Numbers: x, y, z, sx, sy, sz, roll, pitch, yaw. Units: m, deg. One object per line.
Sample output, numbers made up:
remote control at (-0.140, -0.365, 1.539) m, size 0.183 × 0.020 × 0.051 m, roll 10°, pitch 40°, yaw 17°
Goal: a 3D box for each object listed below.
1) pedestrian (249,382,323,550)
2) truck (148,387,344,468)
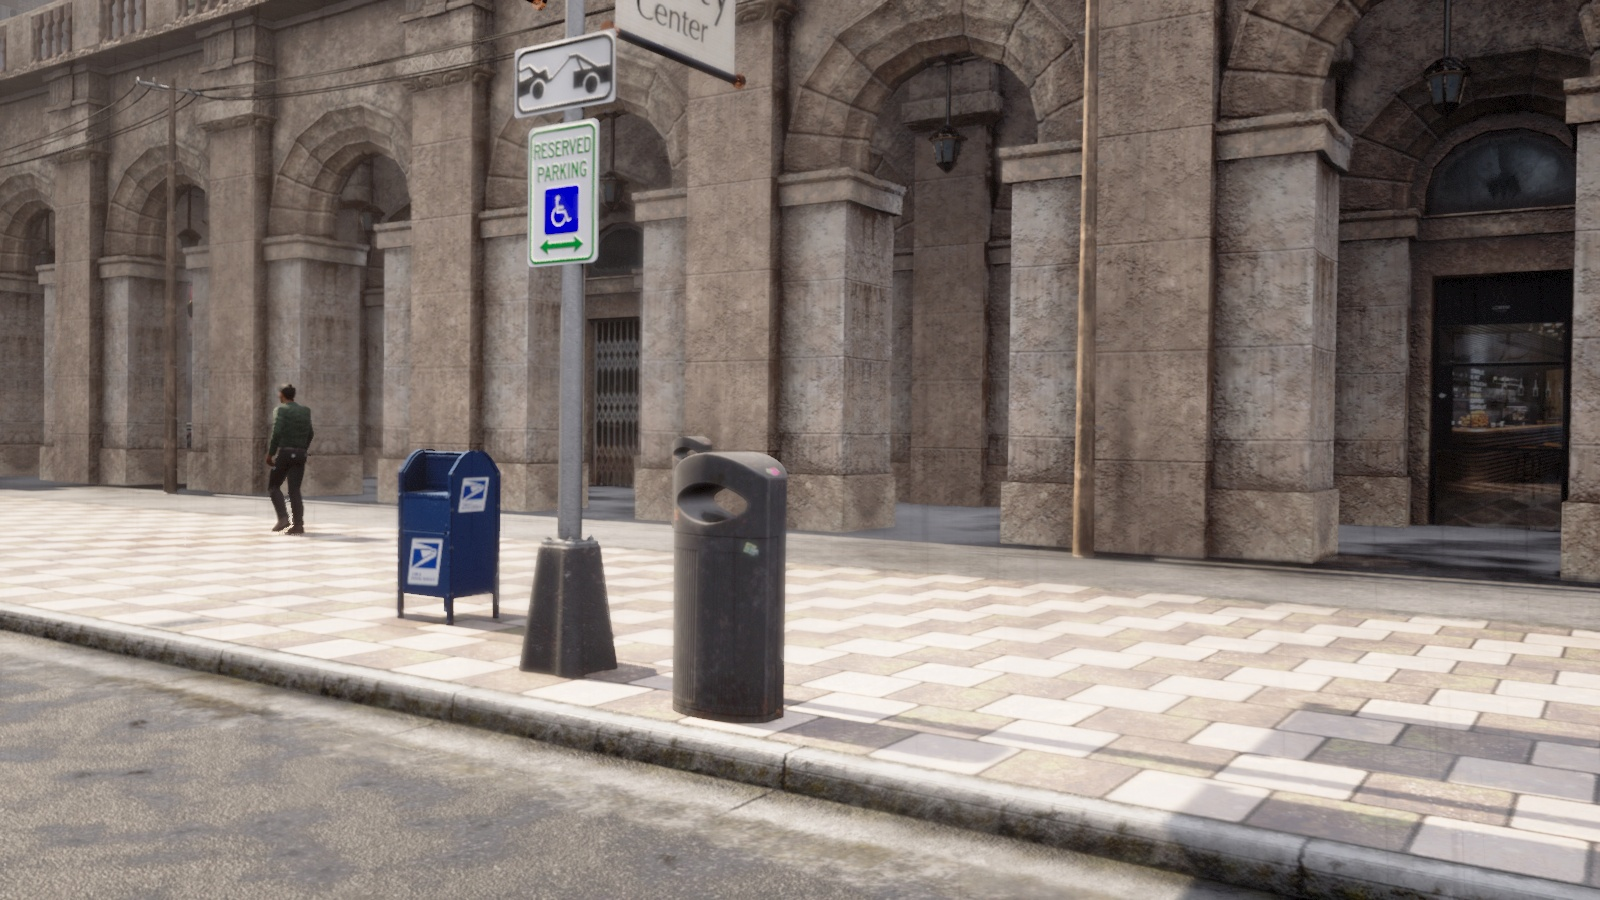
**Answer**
pedestrian at (-6.133, 0.180, 14.989) m, size 0.788 × 1.949 × 0.423 m, roll 0°, pitch 1°, yaw 33°
truck at (-25.414, -1.050, 58.016) m, size 2.891 × 3.462 × 7.936 m, roll 0°, pitch 1°, yaw 34°
